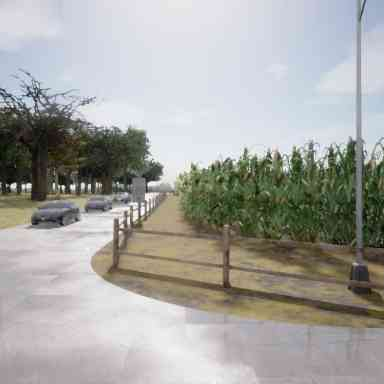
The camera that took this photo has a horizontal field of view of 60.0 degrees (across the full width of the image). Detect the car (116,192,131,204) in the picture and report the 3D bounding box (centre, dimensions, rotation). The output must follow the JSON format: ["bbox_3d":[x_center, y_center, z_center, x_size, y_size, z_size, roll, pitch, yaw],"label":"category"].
[{"bbox_3d":[-9.588,0.790,46.086,2.128,1.511,4.902,1,1,-2],"label":"car"}]

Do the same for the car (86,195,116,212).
[{"bbox_3d":[-9.061,1.096,32.470,1.837,1.490,4.892,1,1,-2],"label":"car"}]

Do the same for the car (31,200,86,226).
[{"bbox_3d":[-8.602,1.283,21.388,1.837,1.490,4.892,1,1,-2],"label":"car"}]
